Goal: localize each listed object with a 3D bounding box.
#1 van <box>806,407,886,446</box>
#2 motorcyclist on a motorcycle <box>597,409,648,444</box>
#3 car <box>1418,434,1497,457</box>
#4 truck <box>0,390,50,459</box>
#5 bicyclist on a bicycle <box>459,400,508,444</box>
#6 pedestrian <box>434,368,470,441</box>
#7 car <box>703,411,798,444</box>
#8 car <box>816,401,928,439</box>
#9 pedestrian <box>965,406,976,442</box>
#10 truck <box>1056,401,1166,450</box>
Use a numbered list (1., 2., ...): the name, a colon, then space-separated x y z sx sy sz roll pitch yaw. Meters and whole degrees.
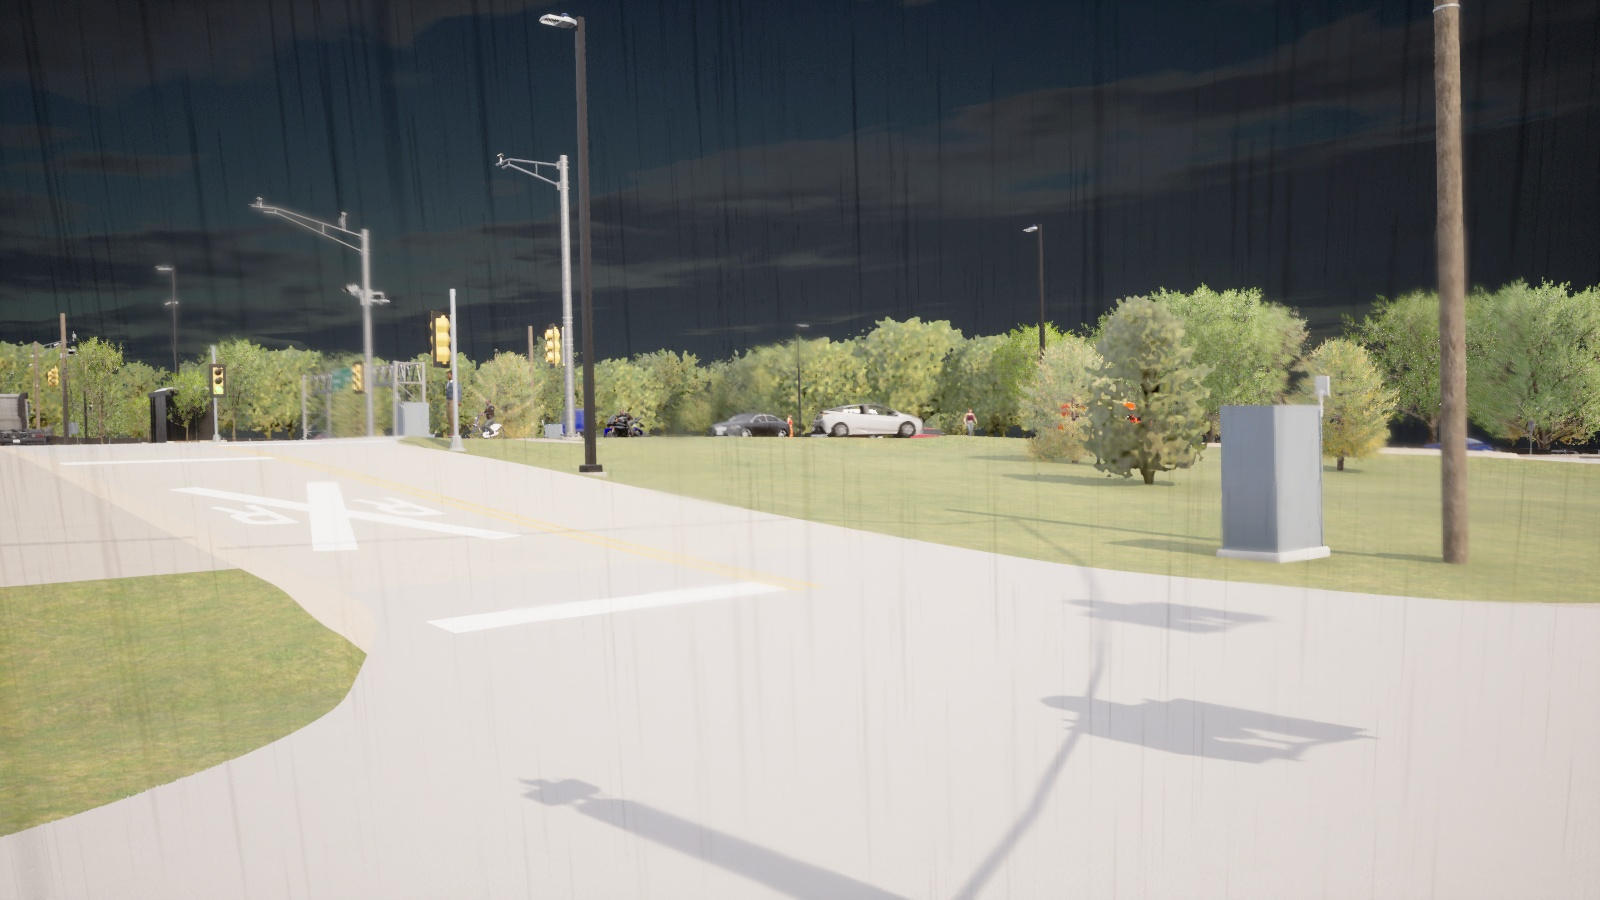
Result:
1. van: 2.606 -1.298 70.299 2.069 2.038 4.480 -1 -1 43
2. motorcyclist on a motorcycle: -7.994 -1.046 56.679 0.866 1.530 2.191 -1 -1 44
3. car: 45.864 -0.289 87.778 1.882 1.535 5.008 2 -1 -17
4. truck: -42.451 -1.260 66.998 2.891 3.462 7.936 -2 1 -39
5. bicyclist on a bicycle: -13.019 -1.156 51.704 1.843 1.776 0.659 -1 0 -43
6. pedestrian: -9.453 -1.231 34.093 0.788 1.949 0.423 -2 1 -39
7. car: -2.431 -1.098 62.692 2.128 1.511 4.902 -1 -1 36
8. car: 3.041 -1.267 53.665 4.514 1.525 2.007 -1 0 -5
9. pedestrian: 8.740 -1.330 64.518 0.345 1.836 0.594 -2 1 -10
10. truck: 16.432 -1.352 66.638 2.627 2.467 5.204 -2 2 -35
